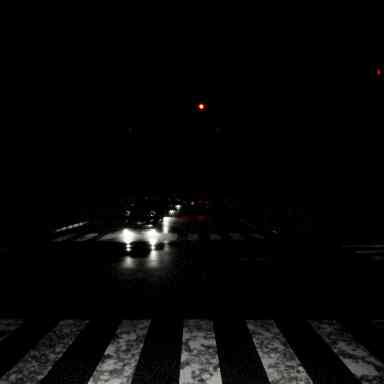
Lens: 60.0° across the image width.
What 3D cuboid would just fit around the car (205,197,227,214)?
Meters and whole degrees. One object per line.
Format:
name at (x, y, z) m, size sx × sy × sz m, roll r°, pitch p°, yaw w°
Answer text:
car at (2.713, 1.553, 35.449) m, size 1.887 × 1.381 × 4.507 m, roll 0°, pitch 0°, yaw 0°

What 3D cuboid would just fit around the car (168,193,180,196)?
car at (-3.118, 1.375, 57.236) m, size 2.097 × 1.767 × 4.553 m, roll 0°, pitch 0°, yaw 0°

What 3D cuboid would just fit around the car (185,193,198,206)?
car at (-0.038, 1.247, 57.235) m, size 2.150 × 2.045 × 5.566 m, roll 0°, pitch 0°, yaw 0°

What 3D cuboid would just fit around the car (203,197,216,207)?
car at (2.679, 1.546, 52.195) m, size 1.752 × 1.417 × 4.829 m, roll 0°, pitch 0°, yaw 0°

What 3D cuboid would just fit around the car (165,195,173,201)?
car at (-5.923, 1.571, 85.006) m, size 1.752 × 1.417 × 4.829 m, roll 0°, pitch 0°, yaw 0°

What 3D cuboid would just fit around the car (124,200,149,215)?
car at (-5.842, 1.553, 35.452) m, size 1.887 × 1.381 × 4.507 m, roll 0°, pitch 0°, yaw 0°

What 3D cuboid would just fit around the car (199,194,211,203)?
car at (2.645, 1.348, 68.602) m, size 2.192 × 1.841 × 5.009 m, roll 0°, pitch 0°, yaw 0°

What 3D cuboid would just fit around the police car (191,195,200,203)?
police car at (0.767, 1.462, 74.175) m, size 1.930 × 1.638 × 5.238 m, roll 0°, pitch 0°, yaw 0°

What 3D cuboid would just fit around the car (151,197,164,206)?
car at (-5.878, 1.606, 57.552) m, size 1.802 × 1.307 × 4.206 m, roll 0°, pitch 0°, yaw 0°

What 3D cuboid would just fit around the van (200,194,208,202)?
van at (2.634, 1.378, 74.127) m, size 1.690 × 1.788 × 3.998 m, roll 0°, pitch 0°, yaw 0°

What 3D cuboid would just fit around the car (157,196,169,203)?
car at (-5.896, 1.583, 68.601) m, size 2.008 × 1.369 × 4.403 m, roll 0°, pitch 0°, yaw 0°

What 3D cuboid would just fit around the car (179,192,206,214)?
car at (0.043, 1.228, 35.854) m, size 2.150 × 2.045 × 5.566 m, roll 0°, pitch 0°, yaw 0°

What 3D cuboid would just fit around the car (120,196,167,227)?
car at (-3.204, 1.355, 22.882) m, size 2.097 × 1.767 × 4.553 m, roll 0°, pitch 0°, yaw 2°

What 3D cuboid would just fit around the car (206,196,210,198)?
car at (2.702, 1.557, 40.974) m, size 1.887 × 1.381 × 4.507 m, roll 0°, pitch 0°, yaw 0°

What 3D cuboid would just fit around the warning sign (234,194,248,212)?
warning sign at (5.010, 1.123, 34.068) m, size 1.300 × 1.860 × 1.060 m, roll 0°, pitch 0°, yaw 0°

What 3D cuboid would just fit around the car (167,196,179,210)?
car at (-3.172, 1.561, 43.481) m, size 2.033 × 1.411 × 5.357 m, roll 0°, pitch 0°, yaw 0°

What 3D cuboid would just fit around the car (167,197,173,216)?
car at (-3.158, 1.510, 31.995) m, size 1.837 × 1.490 × 4.892 m, roll 0°, pitch 0°, yaw 0°

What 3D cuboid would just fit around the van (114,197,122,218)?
van at (-5.833, 1.347, 29.927) m, size 1.690 × 1.788 × 3.998 m, roll 0°, pitch 0°, yaw 0°
